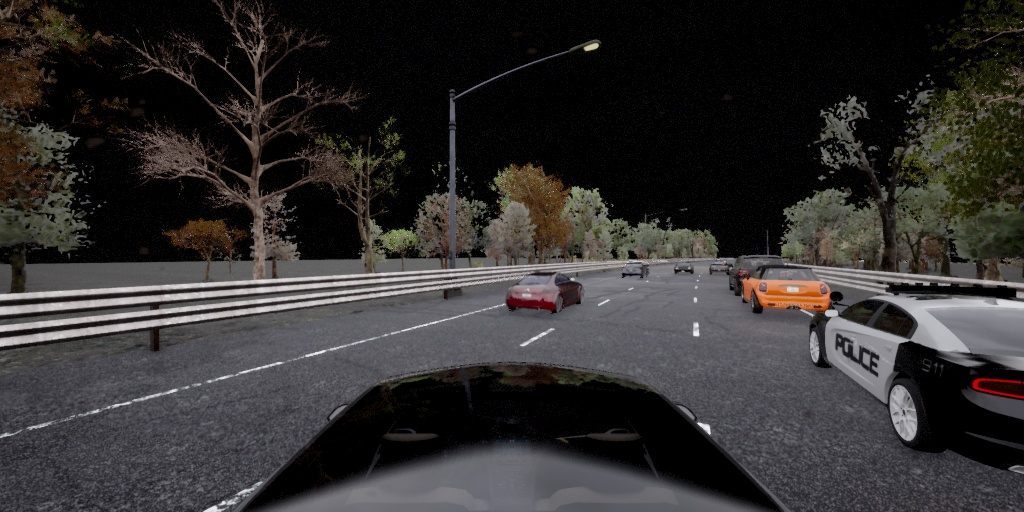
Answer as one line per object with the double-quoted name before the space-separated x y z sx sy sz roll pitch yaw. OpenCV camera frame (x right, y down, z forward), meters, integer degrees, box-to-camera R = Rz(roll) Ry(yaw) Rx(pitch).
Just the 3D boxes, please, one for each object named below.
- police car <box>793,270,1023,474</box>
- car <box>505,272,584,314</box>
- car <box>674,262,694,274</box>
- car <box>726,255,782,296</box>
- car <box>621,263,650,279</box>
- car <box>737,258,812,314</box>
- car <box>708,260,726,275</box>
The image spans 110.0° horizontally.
"police car" 5.637 1.175 4.743 1.930 1.638 5.238 0 0 26
"car" 1.416 1.314 14.018 1.994 1.385 4.181 0 0 27
"car" 19.548 1.370 40.650 1.895 1.301 4.718 0 0 29
"car" 12.761 0.978 18.755 2.150 2.045 5.566 0 0 28
"car" 11.530 1.308 33.349 2.033 1.411 5.357 0 0 28
"car" 10.015 1.102 13.438 2.097 1.767 4.553 0 0 27
"car" 22.676 1.261 39.233 2.128 1.511 4.902 0 0 30
